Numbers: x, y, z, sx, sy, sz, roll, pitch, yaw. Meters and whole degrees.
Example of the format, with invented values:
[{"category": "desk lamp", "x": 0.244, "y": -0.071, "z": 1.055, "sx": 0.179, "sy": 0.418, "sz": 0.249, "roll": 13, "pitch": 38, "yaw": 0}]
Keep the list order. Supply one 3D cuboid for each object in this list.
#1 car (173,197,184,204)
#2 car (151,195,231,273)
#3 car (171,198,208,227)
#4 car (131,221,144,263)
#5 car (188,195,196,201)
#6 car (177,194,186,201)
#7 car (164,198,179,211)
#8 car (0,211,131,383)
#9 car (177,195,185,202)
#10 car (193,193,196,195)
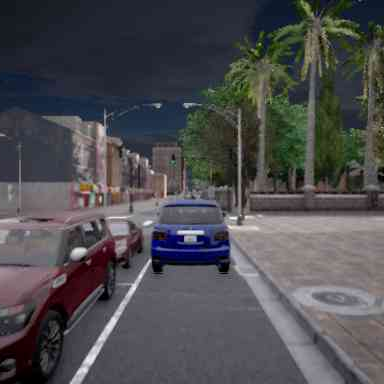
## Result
[{"category": "car", "x": -2.638, "y": 1.661, "z": 64.847, "sx": 2.008, "sy": 1.369, "sz": 4.403, "roll": 0, "pitch": 0, "yaw": 0}, {"category": "car", "x": -0.017, "y": 1.239, "z": 10.879, "sx": 2.150, "sy": 2.045, "sz": 5.566, "roll": 0, "pitch": 0, "yaw": 0}, {"category": "car", "x": -0.308, "y": 1.389, "z": 23.837, "sx": 2.097, "sy": 1.767, "sz": 4.553, "roll": 0, "pitch": 0, "yaw": -8}, {"category": "car", "x": -2.635, "y": 1.598, "z": 11.214, "sx": 1.802, "sy": 1.307, "sz": 4.206, "roll": 0, "pitch": 0, "yaw": 0}, {"category": "car", "x": 0.018, "y": 1.504, "z": 84.121, "sx": 1.812, "sy": 1.442, "sz": 4.674, "roll": 0, "pitch": 0, "yaw": 0}, {"category": "car", "x": -2.627, "y": 1.466, "z": 85.929, "sx": 2.192, "sy": 1.841, "sz": 5.009, "roll": 0, "pitch": 0, "yaw": 0}, {"category": "car", "x": -2.643, "y": 1.597, "z": 43.598, "sx": 1.752, "sy": 1.417, "sz": 4.829, "roll": 0, "pitch": 0, "yaw": 0}, {"category": "car", "x": -2.636, "y": 1.323, "z": 5.602, "sx": 2.192, "sy": 1.841, "sz": 5.009, "roll": 0, "pitch": 0, "yaw": 0}, {"category": "car", "x": -2.630, "y": 1.581, "z": 80.658, "sx": 1.967, "sy": 1.590, "sz": 4.097, "roll": 0, "pitch": 0, "yaw": 0}, {"category": "car", "x": 0.015, "y": 1.619, "z": 73.701, "sx": 1.837, "sy": 1.490, "sz": 4.892, "roll": 0, "pitch": 0, "yaw": 0}]
